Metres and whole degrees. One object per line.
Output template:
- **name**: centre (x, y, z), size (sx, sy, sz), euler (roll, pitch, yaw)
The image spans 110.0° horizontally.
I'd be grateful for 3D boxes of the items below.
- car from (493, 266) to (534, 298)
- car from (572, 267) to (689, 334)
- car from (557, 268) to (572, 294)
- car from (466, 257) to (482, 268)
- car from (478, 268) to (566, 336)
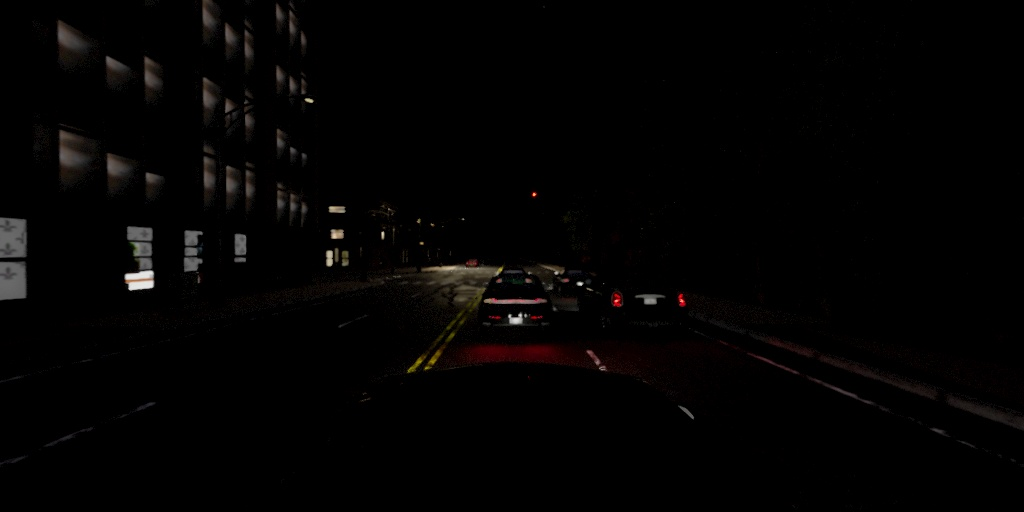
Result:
- **car**: centre (0.076, 1.313, 19.362), size (1.994, 1.385, 4.181), euler (0, 0, 0)
- **car**: centre (3.337, 1.103, 10.773), size (2.097, 1.767, 4.553), euler (0, 0, 0)
- **car**: centre (3.323, 1.313, 19.383), size (1.994, 1.385, 4.181), euler (0, 0, 0)
- **car**: centre (-6.710, 1.228, 61.158), size (1.882, 1.535, 5.008), euler (0, 0, 0)
- **car**: centre (0.088, 1.241, 10.457), size (2.128, 1.511, 4.902), euler (0, 0, 0)
